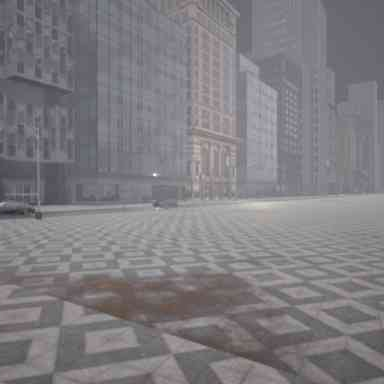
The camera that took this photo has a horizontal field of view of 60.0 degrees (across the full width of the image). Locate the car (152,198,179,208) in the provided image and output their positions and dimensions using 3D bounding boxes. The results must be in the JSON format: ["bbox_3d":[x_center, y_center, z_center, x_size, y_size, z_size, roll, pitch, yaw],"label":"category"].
[{"bbox_3d":[-3.774,1.550,47.747,1.994,1.385,4.181,0,0,36],"label":"car"}]

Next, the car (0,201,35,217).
[{"bbox_3d":[-16.559,1.540,29.825,1.812,1.442,4.674,0,0,35],"label":"car"}]
